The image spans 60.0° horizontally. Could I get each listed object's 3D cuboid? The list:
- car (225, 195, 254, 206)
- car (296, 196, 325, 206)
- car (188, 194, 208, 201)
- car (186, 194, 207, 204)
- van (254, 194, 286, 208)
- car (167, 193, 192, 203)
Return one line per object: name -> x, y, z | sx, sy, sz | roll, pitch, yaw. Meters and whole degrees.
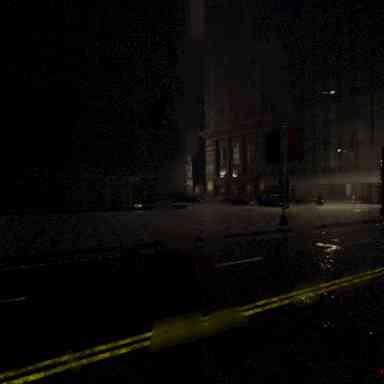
car -> 7.424, 1.426, 49.329 | 1.802, 1.307, 4.206 | -1, 1, -35
car -> 17.644, 1.317, 49.674 | 1.947, 1.339, 4.313 | -1, 1, -35
car -> 1.258, 1.132, 72.680 | 1.887, 1.381, 4.507 | -1, 1, -35
car -> 0.869, 1.220, 58.530 | 1.967, 1.590, 4.097 | -1, 1, -35
van -> 10.700, 1.215, 44.726 | 1.690, 1.788, 3.998 | -1, 1, -35
car -> -2.408, 1.061, 63.130 | 2.192, 1.841, 5.009 | -1, 1, -35
